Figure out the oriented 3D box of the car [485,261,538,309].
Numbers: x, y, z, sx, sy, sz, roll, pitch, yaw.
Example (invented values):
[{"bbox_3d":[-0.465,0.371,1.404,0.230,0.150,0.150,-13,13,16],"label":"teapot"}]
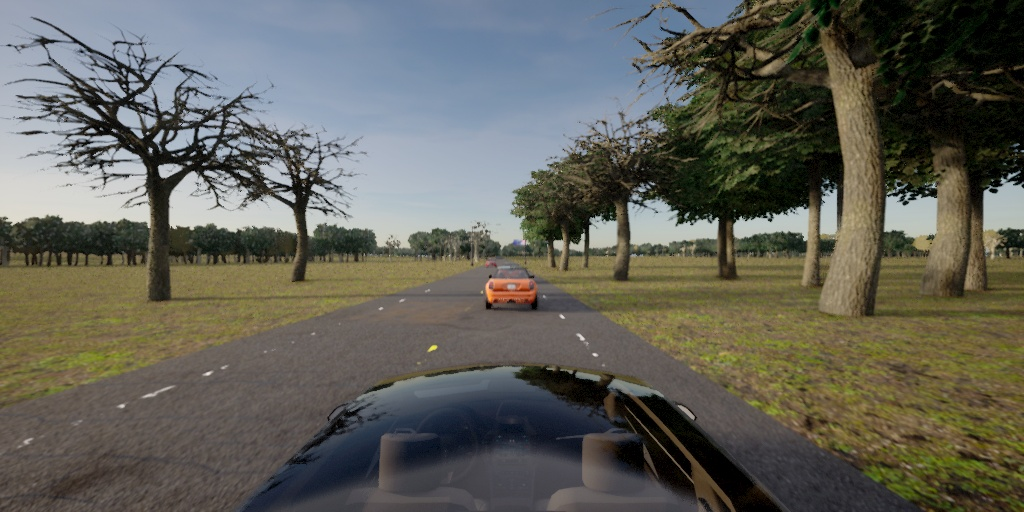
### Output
[{"bbox_3d":[-0.027,1.232,15.932,2.097,1.767,4.553,0,-1,0],"label":"car"}]
